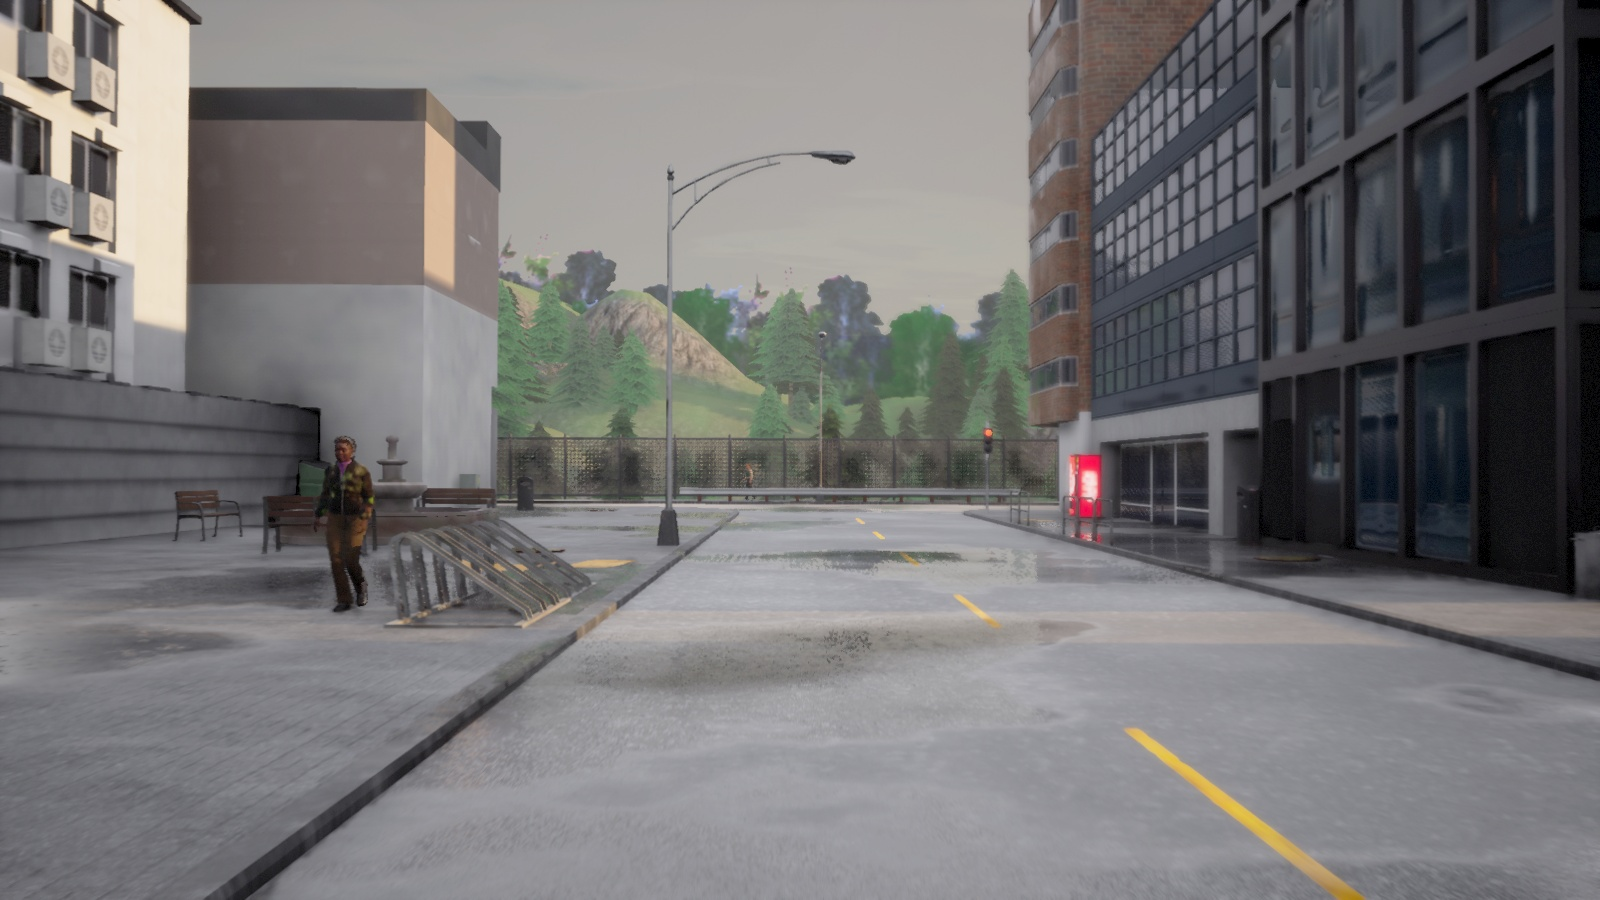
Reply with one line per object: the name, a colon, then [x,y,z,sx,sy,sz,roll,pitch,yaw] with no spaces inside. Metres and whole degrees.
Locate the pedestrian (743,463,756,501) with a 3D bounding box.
pedestrian: [-2.460,1.556,60.973,0.594,1.836,0.345,0,-1,-10]
